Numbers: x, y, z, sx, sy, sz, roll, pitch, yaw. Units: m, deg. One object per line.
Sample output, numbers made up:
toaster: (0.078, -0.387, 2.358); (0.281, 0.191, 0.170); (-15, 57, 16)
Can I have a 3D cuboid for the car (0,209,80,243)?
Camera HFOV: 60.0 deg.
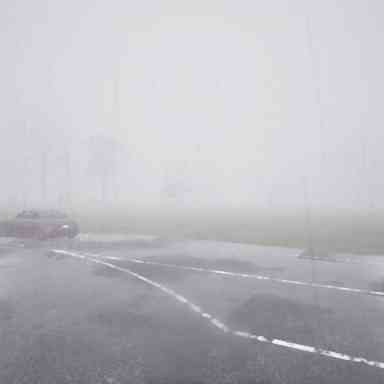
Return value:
car: (-7.395, 1.510, 15.893); (4.181, 1.385, 1.994); (0, 0, 29)
